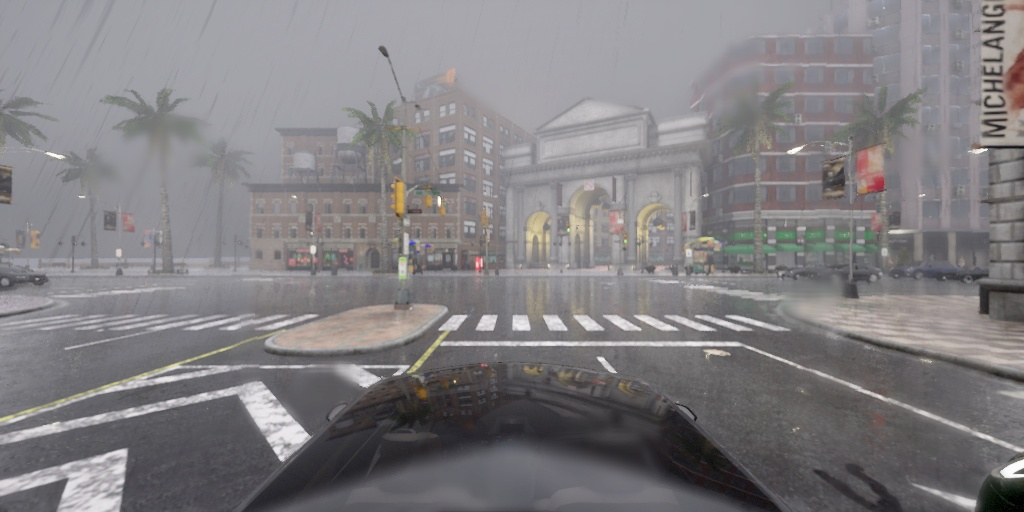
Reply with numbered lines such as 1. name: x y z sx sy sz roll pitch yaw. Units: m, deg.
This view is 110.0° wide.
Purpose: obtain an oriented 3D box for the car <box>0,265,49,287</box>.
1. car: -35.720 1.374 25.169 4.892 1.490 1.837 0 0 1

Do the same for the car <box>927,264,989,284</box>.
1. car: 36.288 1.483 28.128 4.718 1.301 1.895 0 0 2

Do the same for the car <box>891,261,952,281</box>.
1. car: 36.273 1.252 31.552 4.553 1.767 2.097 0 0 3

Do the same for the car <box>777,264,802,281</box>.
1. car: 26.292 1.393 31.797 4.902 1.511 2.128 0 0 1

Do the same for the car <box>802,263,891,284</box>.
1. car: 26.288 1.388 28.302 4.892 1.490 1.837 0 0 1
